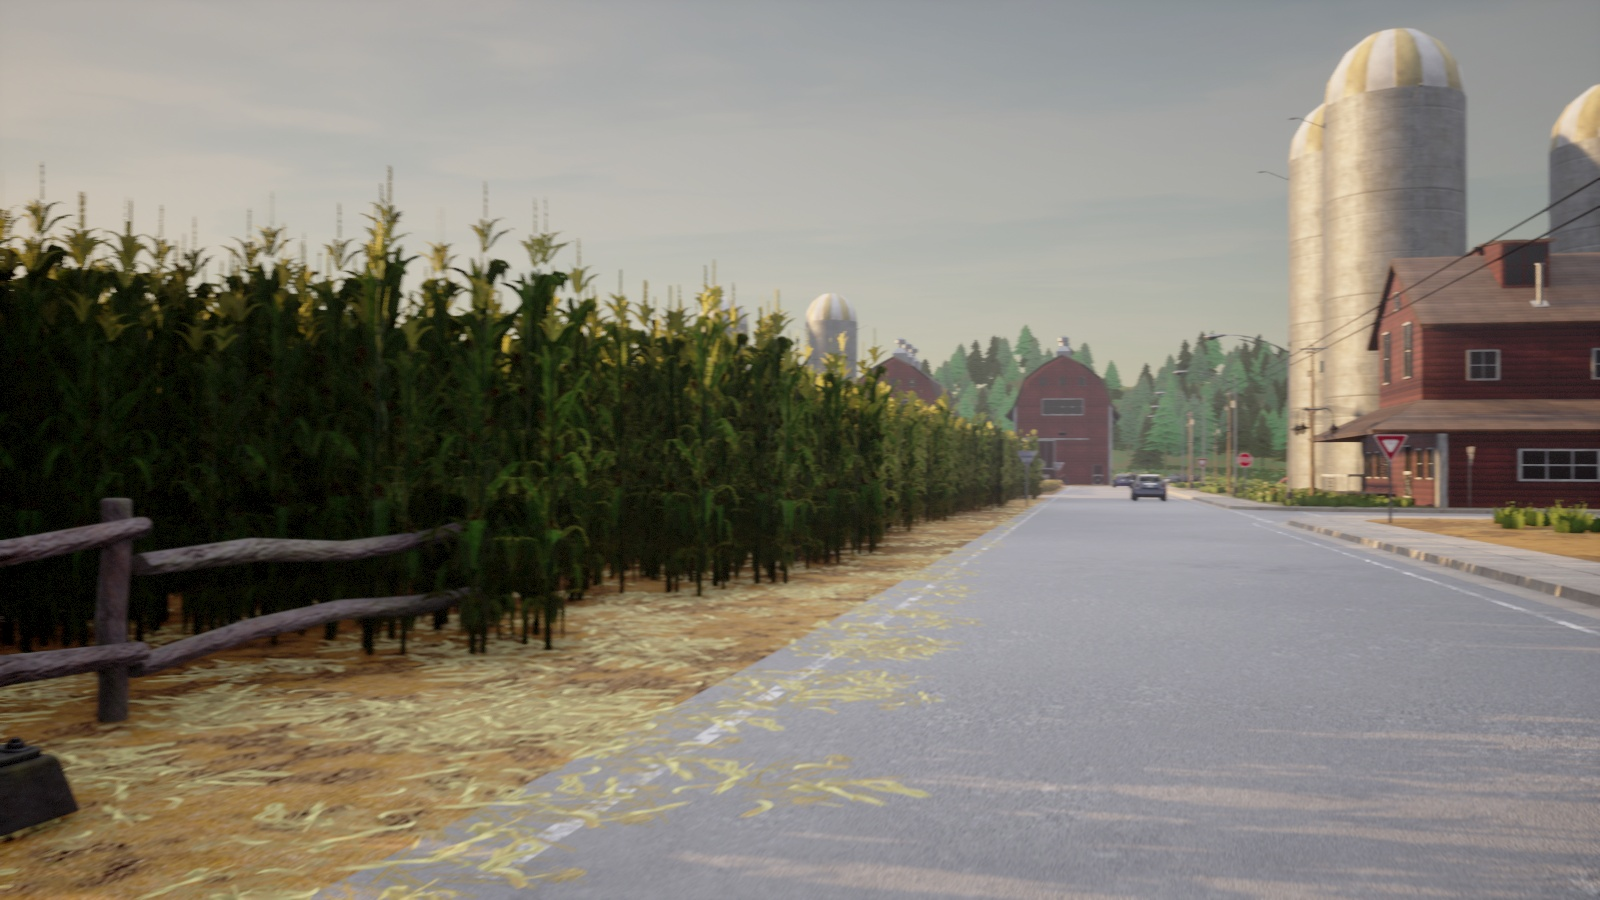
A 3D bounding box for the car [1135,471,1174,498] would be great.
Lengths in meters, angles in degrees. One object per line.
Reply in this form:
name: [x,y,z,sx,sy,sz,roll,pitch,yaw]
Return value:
car: [20.066,1.933,71.212,1.970,1.475,3.806,0,-1,13]
